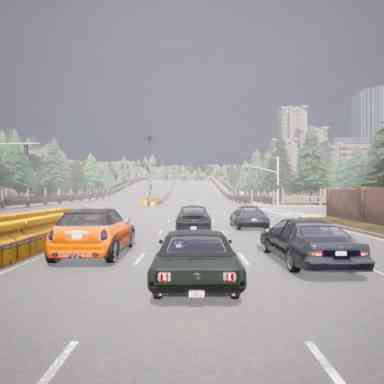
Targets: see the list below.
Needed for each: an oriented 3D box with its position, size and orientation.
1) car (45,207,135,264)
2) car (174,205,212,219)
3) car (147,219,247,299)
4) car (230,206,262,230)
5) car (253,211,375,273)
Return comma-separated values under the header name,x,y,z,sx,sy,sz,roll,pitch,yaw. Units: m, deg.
name,x,y,z,sx,sy,sz,roll,pitch,yaw
car,-3.414,1.351,11.973,2.097,1.767,4.553,0,0,0
car,0.072,1.505,18.625,1.837,1.490,4.892,0,0,0
car,0.089,1.601,8.388,1.895,1.301,4.718,0,0,0
car,3.569,1.563,21.031,1.994,1.385,4.181,0,0,0
car,3.587,1.547,10.625,2.033,1.411,5.357,0,0,-1
